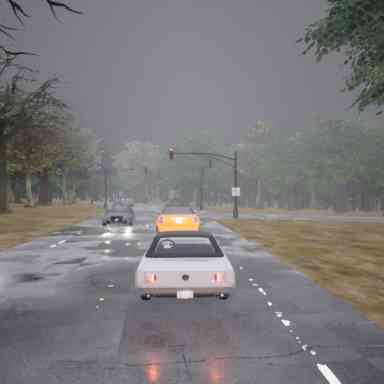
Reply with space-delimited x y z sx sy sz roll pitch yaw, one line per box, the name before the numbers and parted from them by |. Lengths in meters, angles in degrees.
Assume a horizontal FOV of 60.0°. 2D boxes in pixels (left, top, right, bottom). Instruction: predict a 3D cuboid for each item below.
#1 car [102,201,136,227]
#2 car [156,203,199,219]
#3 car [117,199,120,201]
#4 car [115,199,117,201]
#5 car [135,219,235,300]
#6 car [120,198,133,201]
car | -4.961 1.574 22.974 1.994 1.385 4.181 0 0 -6
car | -0.775 1.361 17.324 2.097 1.767 4.553 0 0 -4
car | -13.790 2.056 68.160 1.812 1.442 4.674 0 -1 -16
car | -17.327 2.271 79.166 1.994 1.385 4.181 0 -1 -18
car | -0.202 1.605 8.352 1.895 1.301 4.718 0 0 -2
car | -10.818 1.842 56.647 1.837 1.490 4.892 0 -1 -14
